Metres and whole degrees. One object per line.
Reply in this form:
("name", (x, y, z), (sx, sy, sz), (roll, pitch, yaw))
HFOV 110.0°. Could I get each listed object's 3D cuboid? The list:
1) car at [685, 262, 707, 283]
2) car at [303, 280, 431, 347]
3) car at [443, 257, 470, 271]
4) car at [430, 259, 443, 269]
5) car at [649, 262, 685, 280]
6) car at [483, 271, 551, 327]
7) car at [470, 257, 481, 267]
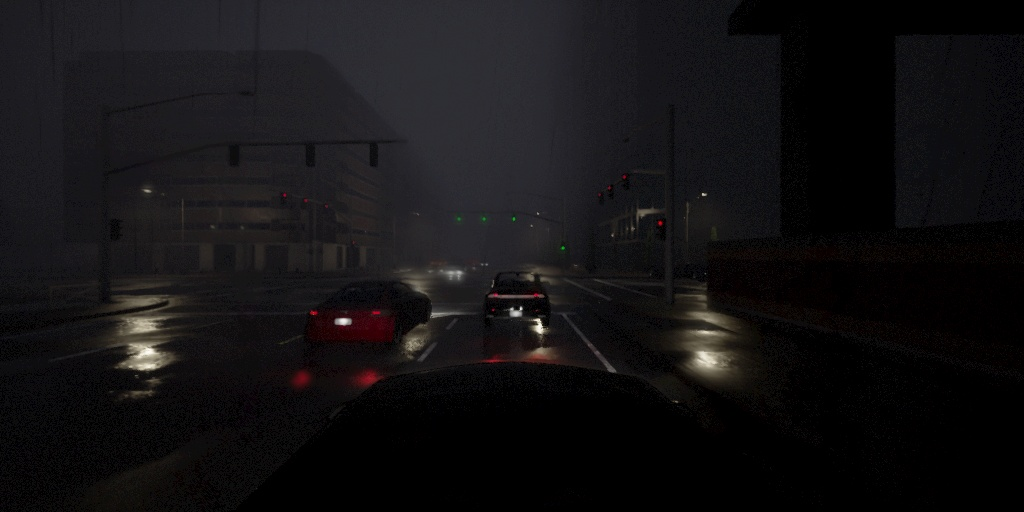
("car", (15.831, 1.270, 26.315), (4.902, 1.511, 2.128), (0, 0, 0))
("car", (-3.451, 1.306, 9.329), (1.994, 1.385, 4.181), (0, 0, 0))
("car", (-7.315, 1.191, 47.953), (2.128, 1.511, 4.902), (0, 0, 0))
("car", (-10.858, 1.170, 53.262), (1.882, 1.535, 5.008), (0, 0, 1))
("car", (13.995, 1.266, 29.821), (4.902, 1.511, 2.128), (0, 0, 0))
("car", (0.195, 1.231, 11.425), (2.128, 1.511, 4.902), (0, 0, 2))
("car", (-7.186, 1.032, 63.502), (2.097, 1.767, 4.553), (0, 0, 1))
